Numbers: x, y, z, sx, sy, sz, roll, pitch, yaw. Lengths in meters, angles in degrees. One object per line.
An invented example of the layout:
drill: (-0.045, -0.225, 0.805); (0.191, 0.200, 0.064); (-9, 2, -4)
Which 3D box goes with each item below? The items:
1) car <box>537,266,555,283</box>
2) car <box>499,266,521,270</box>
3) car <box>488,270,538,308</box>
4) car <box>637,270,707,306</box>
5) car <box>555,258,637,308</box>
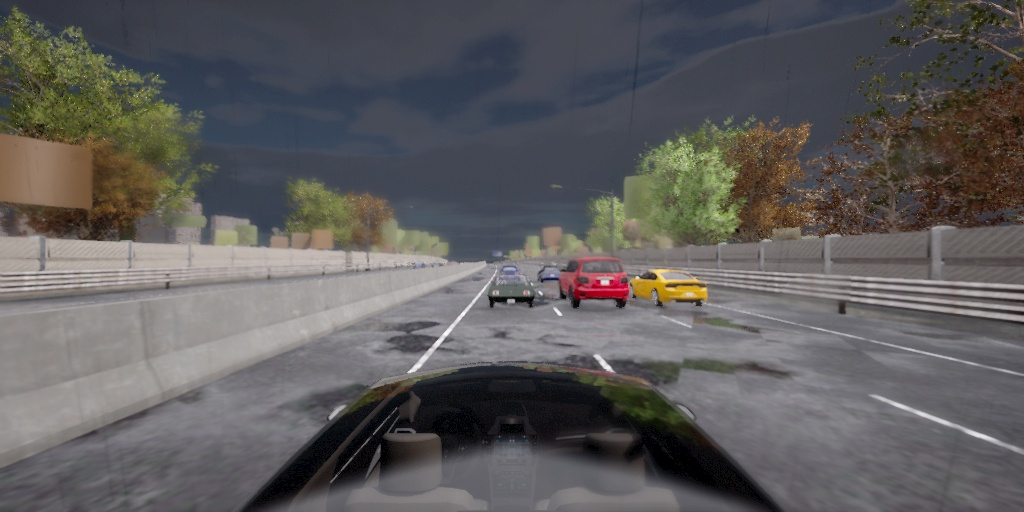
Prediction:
car: (3.299, 1.592, 31.473); (1.994, 1.385, 4.181); (0, 0, -1)
car: (-0.200, 1.553, 31.455); (1.812, 1.442, 4.674); (0, 0, -1)
car: (-0.036, 1.485, 16.154); (1.895, 1.301, 4.718); (0, 0, 0)
car: (6.967, 1.367, 16.569); (1.882, 1.535, 5.008); (0, 0, 0)
car: (3.464, 1.101, 16.084); (2.150, 2.045, 5.566); (0, 0, 0)
